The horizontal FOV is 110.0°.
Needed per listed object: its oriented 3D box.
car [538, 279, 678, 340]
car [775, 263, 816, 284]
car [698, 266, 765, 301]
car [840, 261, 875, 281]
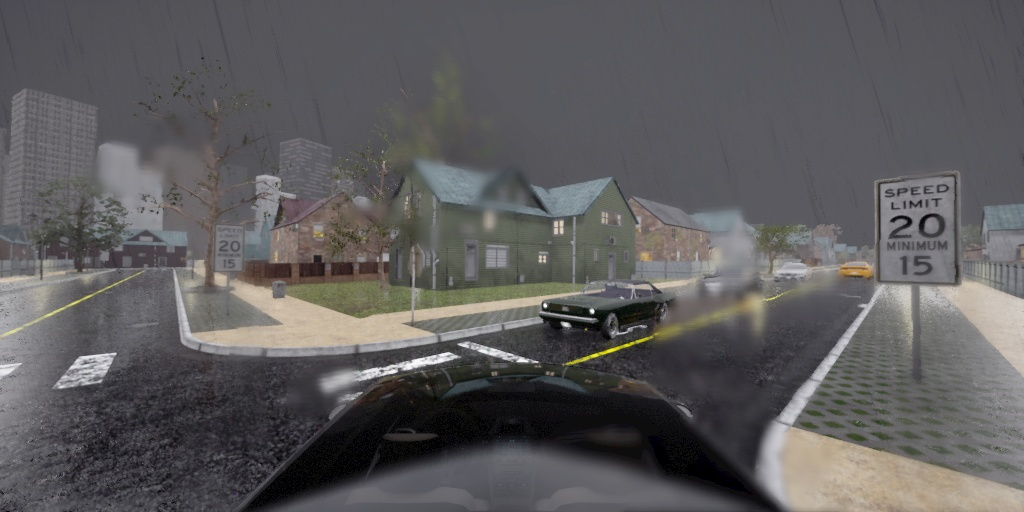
[{"bbox_3d":[2.919,1.366,10.313,4.718,1.301,1.895,0,0,-43],"label":"car"},{"bbox_3d":[21.471,1.265,27.155,4.674,1.442,1.812,0,-1,-42],"label":"car"},{"bbox_3d":[10.721,1.240,17.425,4.902,1.511,2.128,0,0,-42],"label":"car"},{"bbox_3d":[29.085,1.199,30.167,5.008,1.535,1.882,0,0,-42],"label":"car"}]
